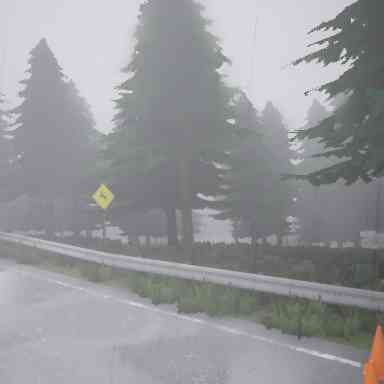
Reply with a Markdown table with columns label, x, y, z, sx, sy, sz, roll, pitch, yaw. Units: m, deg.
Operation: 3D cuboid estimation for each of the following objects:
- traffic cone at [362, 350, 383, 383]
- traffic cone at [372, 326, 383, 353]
| label | x | y | z | sx | sy | sz | roll | pitch | yaw |
| --- | --- | --- | --- | --- | --- | --- | --- | --- | --- |
| traffic cone | 1.777 | 1.956 | 3.285 | 0.340 | 0.580 | 0.340 | 0 | 0 | 34 |
| traffic cone | 2.323 | 1.956 | 4.120 | 0.340 | 0.580 | 0.340 | 0 | 0 | 34 |
